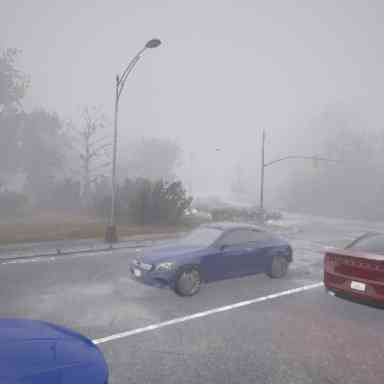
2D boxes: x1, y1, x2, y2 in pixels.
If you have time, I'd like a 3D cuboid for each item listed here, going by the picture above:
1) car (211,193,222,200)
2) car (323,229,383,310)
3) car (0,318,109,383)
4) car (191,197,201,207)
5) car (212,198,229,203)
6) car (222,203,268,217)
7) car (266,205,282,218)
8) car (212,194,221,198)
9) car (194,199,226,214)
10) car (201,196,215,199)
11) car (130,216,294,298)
[{"bbox_3d":[5.851,1.104,79.146,2.033,1.411,5.357,2,2,-1],"label":"car"},{"bbox_3d":[4.959,1.554,7.317,5.008,1.535,1.882,1,-1,-35],"label":"car"},{"bbox_3d":[-2.899,1.478,1.675,5.008,1.535,1.882,0,0,-36],"label":"car"},{"bbox_3d":[-0.662,1.701,52.344,2.128,1.511,4.902,2,1,-15],"label":"car"},{"bbox_3d":[4.620,2.103,46.472,2.033,1.411,5.357,3,1,-18],"label":"car"},{"bbox_3d":[5.407,2.168,34.585,1.895,1.301,4.718,3,-1,-23],"label":"car"},{"bbox_3d":[8.096,2.214,37.261,1.837,1.490,4.892,3,-1,-21],"label":"car"},{"bbox_3d":[3.796,1.468,66.097,2.128,1.511,4.902,2,2,-9],"label":"car"},{"bbox_3d":[2.249,2.034,42.784,1.994,1.385,4.181,3,0,-19],"label":"car"},{"bbox_3d":[1.904,1.728,56.498,1.837,1.490,4.892,2,2,-12],"label":"car"},{"bbox_3d":[0.708,1.560,8.717,4.674,1.442,1.812,1,-1,-35],"label":"car"}]
